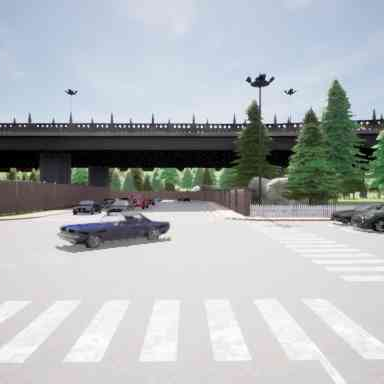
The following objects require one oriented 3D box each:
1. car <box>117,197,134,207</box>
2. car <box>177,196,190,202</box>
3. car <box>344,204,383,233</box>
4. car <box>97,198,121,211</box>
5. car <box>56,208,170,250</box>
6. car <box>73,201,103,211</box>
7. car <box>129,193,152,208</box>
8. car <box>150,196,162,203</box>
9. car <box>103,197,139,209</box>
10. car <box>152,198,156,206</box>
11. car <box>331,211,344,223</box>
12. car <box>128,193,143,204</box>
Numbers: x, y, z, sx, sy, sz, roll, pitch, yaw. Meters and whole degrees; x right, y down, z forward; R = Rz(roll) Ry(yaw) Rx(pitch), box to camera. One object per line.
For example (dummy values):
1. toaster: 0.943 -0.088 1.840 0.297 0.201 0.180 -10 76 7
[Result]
1. car: -10.540 1.526 52.765 1.812 1.442 4.674 0 0 0
2. car: -1.908 1.553 75.231 1.994 1.385 4.181 0 0 -19
3. car: 11.482 1.297 18.704 4.553 1.767 2.097 0 0 2
4. car: -10.544 1.526 42.585 1.812 1.442 4.674 0 0 0
5. car: -3.313 1.578 14.565 4.718 1.301 1.895 0 0 -44
6. car: -10.569 1.564 33.870 1.994 1.385 4.181 0 0 0
7. car: -7.045 1.221 43.767 2.150 2.045 5.566 0 0 0
8. car: -7.492 1.528 68.897 2.033 1.411 5.357 0 0 -11
9. car: -7.043 1.547 33.593 2.033 1.411 5.357 0 0 0
10. car: -7.043 1.564 54.228 1.994 1.385 4.181 0 0 0
11. car: 12.235 1.492 22.219 5.357 1.411 2.033 0 0 2
12. car: -10.690 1.221 63.473 2.150 2.045 5.566 0 0 -3
